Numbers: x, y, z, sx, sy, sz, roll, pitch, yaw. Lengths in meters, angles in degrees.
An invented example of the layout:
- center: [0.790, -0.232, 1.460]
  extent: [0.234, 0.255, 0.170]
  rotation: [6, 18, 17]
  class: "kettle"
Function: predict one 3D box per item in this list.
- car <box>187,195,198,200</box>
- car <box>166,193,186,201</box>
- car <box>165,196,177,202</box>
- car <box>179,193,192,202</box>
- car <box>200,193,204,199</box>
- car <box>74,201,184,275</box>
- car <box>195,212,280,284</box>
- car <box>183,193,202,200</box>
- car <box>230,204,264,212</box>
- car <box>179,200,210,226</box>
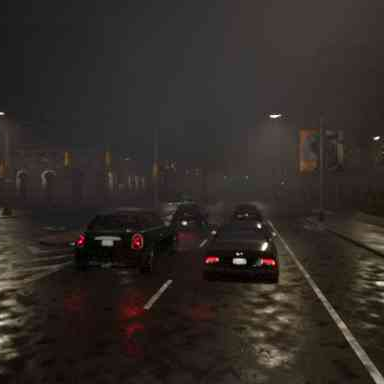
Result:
- center: [0.124, 1.538, 91.659]
  extent: [2.033, 1.411, 5.357]
  rotation: [0, 0, 10]
  class: "car"
- center: [-3.291, 1.224, 71.521]
  extent: [2.150, 2.045, 5.566]
  rotation: [0, 0, 10]
  class: "car"
- center: [-5.004, 1.593, 80.853]
  extent: [1.895, 1.301, 4.718]
  rotation: [0, 0, 9]
  class: "car"
- center: [-1.600, 1.224, 81.490]
  extent: [2.150, 2.045, 5.566]
  rotation: [0, 0, 10]
  class: "car"
- center: [1.849, 1.224, 80.898]
  extent: [2.150, 2.045, 5.566]
  rotation: [0, 0, 10]
  class: "car"
- center: [-1.836, 1.351, 10.738]
  extent: [2.097, 1.767, 4.553]
  rotation: [0, 0, 10]
  class: "car"
- center: [1.471, 1.547, 9.662]
  extent: [2.033, 1.411, 5.357]
  rotation: [0, 0, 10]
  class: "car"
- center: [0.168, 1.539, 70.983]
  extent: [2.033, 1.411, 5.357]
  rotation: [0, 0, 10]
  class: "car"
- center: [3.468, 1.507, 21.075]
  extent: [1.837, 1.490, 4.892]
  rotation: [0, 1, 10]
  class: "car"
- center: [-0.015, 1.507, 21.542]
  extent: [1.837, 1.490, 4.892]
  rotation: [0, 1, 9]
  class: "car"
